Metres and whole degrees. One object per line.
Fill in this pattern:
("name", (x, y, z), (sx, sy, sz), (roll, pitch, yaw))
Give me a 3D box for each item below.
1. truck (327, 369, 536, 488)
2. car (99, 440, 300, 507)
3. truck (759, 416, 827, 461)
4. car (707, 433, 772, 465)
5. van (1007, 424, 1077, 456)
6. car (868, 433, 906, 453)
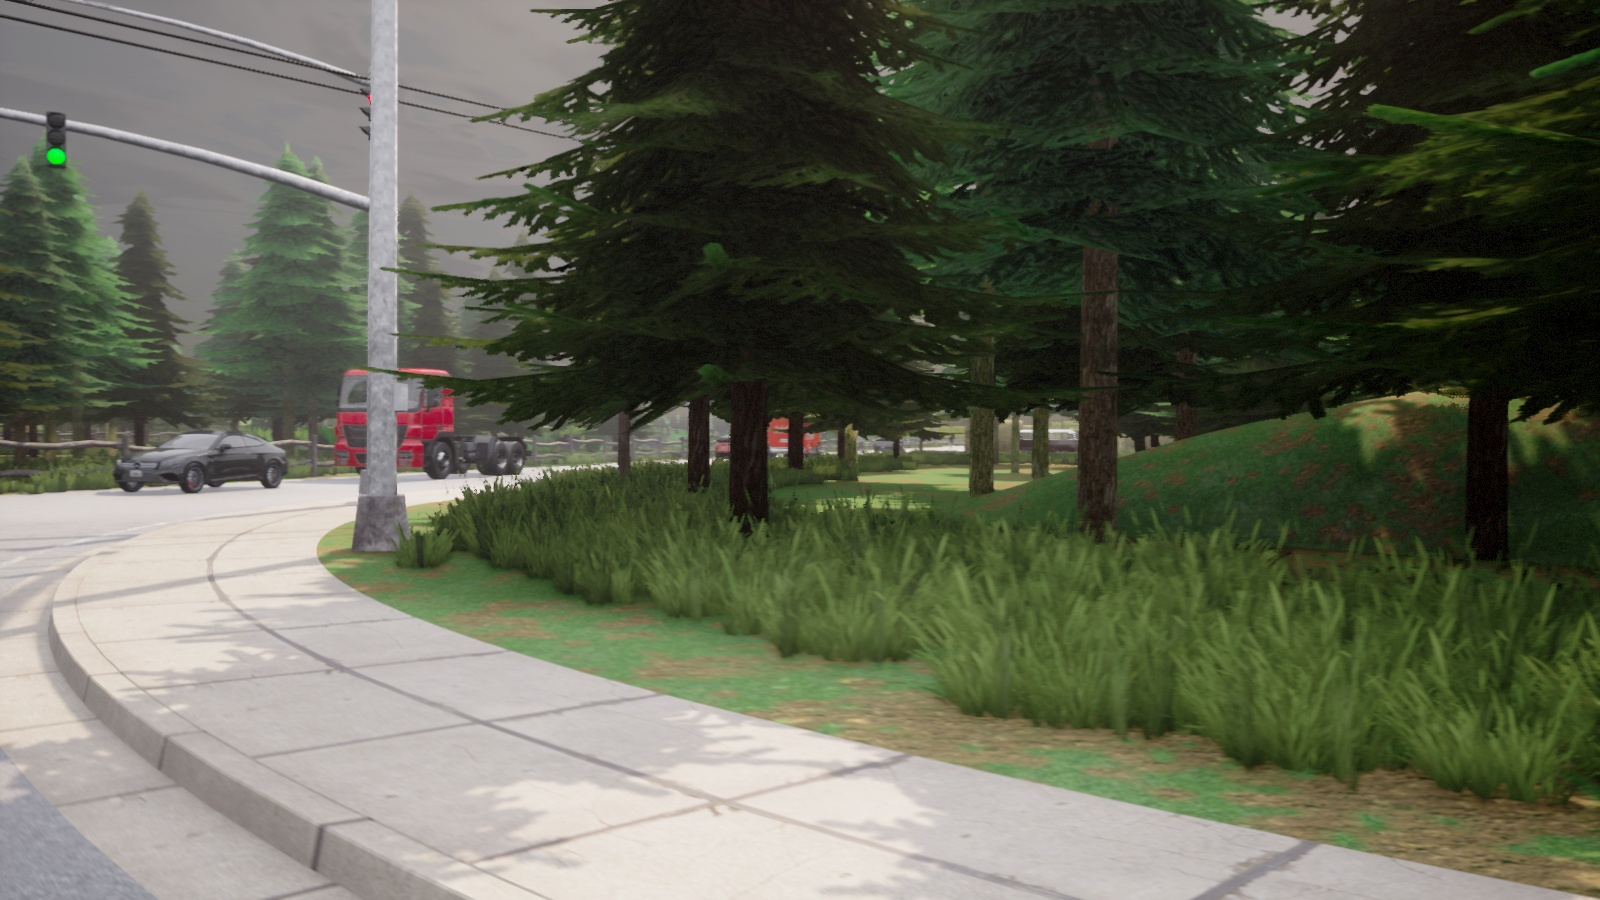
("truck", (-11.668, -0.657, 40.742), (2.891, 3.462, 7.936), (0, 1, 13))
("car", (-14.196, 0.503, 30.037), (1.812, 1.442, 4.674), (0, 1, 13))
("truck", (-0.357, -0.650, 72.118), (2.627, 2.467, 5.204), (0, 1, 15))
("car", (-2.931, -0.074, 62.327), (2.007, 1.525, 4.514), (0, 1, 14))
("van", (16.111, -0.677, 83.609), (4.480, 2.038, 2.069), (0, 1, 12))
("car", (6.906, -0.600, 99.207), (2.128, 1.511, 4.902), (0, 1, 15))
